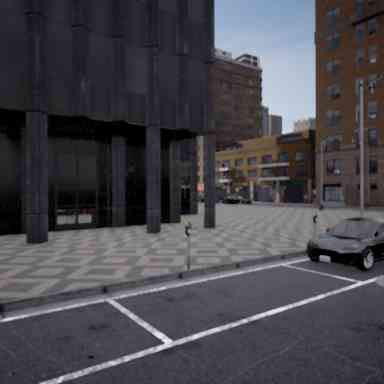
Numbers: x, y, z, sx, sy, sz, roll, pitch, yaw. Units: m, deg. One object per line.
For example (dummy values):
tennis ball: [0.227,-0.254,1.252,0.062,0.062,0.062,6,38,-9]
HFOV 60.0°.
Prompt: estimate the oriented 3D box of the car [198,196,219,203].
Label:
car: [2.928,1.227,60.470,2.128,1.511,4.902,0,0,-34]

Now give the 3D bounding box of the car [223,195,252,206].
car: [6.731,1.247,49.403,1.882,1.535,5.008,0,0,-34]

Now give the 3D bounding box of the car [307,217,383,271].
car: [5.551,1.506,10.704,4.313,1.339,1.947,0,0,-35]
